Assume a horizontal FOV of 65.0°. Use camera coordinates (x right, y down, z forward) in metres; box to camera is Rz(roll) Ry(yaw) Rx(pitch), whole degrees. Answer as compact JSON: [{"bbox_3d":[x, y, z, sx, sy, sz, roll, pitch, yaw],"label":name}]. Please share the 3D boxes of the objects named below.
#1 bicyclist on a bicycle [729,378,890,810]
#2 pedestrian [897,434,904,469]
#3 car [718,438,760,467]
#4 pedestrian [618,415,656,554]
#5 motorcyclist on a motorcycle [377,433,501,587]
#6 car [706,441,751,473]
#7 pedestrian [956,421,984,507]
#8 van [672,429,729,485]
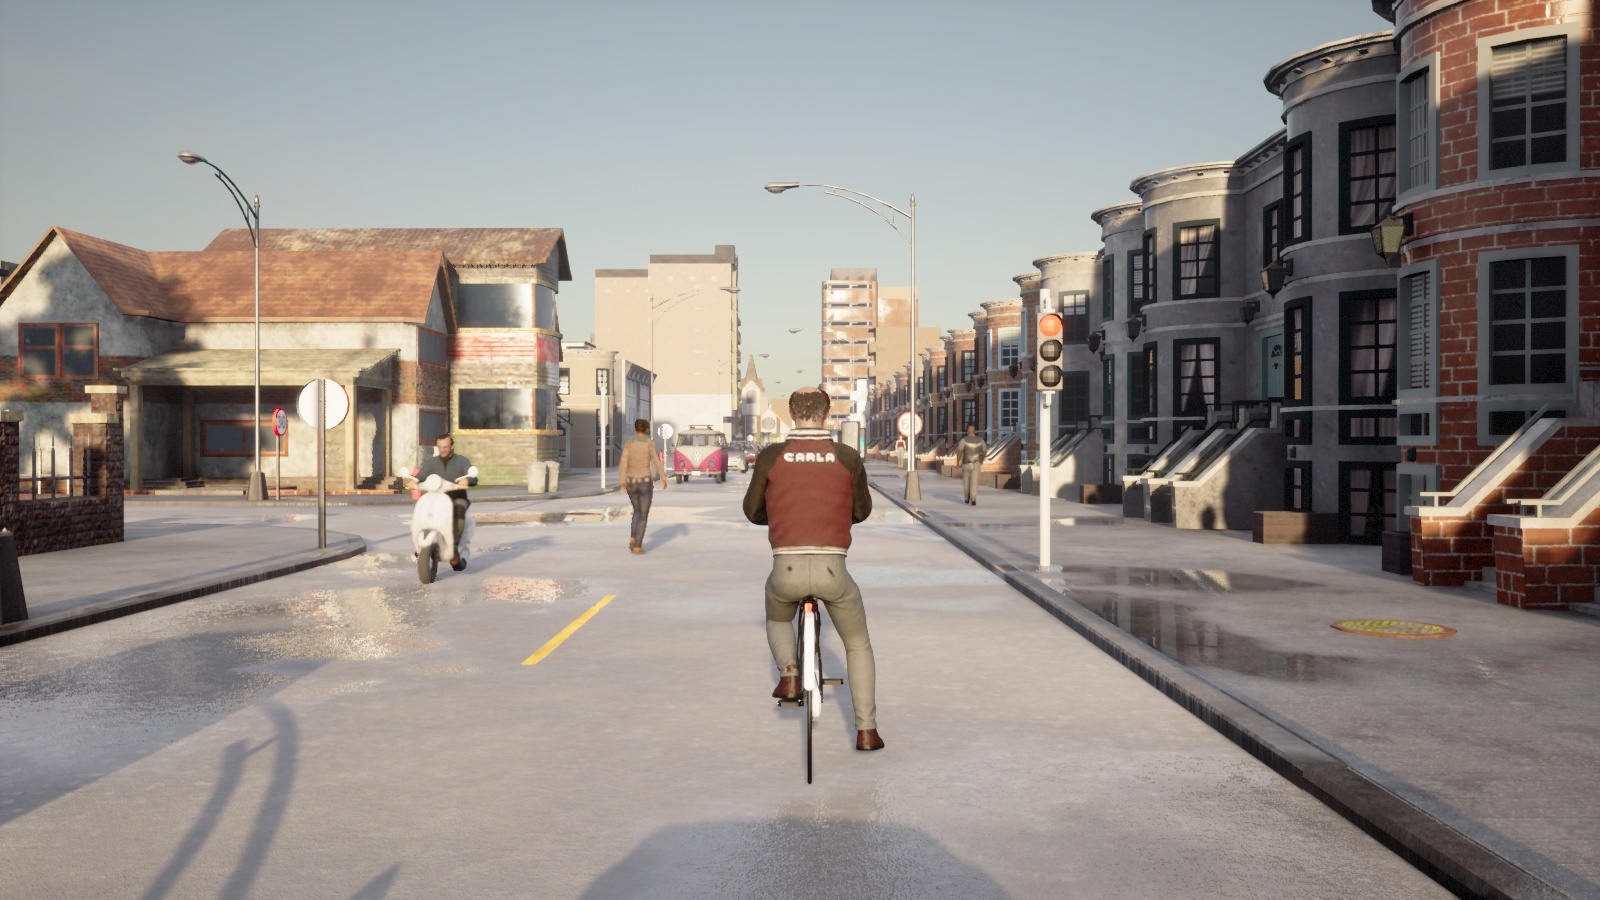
[{"bbox_3d":[0.045,0.583,6.081,0.659,1.776,1.843,0,1,0],"label":"bicyclist on a bicycle"},{"bbox_3d":[5.330,0.085,66.482,0.345,1.836,0.594,0,0,6],"label":"pedestrian"},{"bbox_3d":[-3.512,0.108,73.392,2.152,1.651,5.027,0,0,0],"label":"car"},{"bbox_3d":[-2.170,0.445,16.784,0.328,1.805,0.869,0,0,5],"label":"pedestrian"},{"bbox_3d":[-3.954,0.618,13.907,0.866,1.590,1.817,0,0,-1],"label":"motorcyclist on a motorcycle"},{"bbox_3d":[-3.579,0.332,63.494,2.007,1.525,4.514,0,0,0],"label":"car"},{"bbox_3d":[3.787,0.301,27.995,0.563,1.883,0.849,0,0,4],"label":"pedestrian"},{"bbox_3d":[-3.688,0.230,47.166,1.775,1.987,4.442,0,0,1],"label":"van"}]
